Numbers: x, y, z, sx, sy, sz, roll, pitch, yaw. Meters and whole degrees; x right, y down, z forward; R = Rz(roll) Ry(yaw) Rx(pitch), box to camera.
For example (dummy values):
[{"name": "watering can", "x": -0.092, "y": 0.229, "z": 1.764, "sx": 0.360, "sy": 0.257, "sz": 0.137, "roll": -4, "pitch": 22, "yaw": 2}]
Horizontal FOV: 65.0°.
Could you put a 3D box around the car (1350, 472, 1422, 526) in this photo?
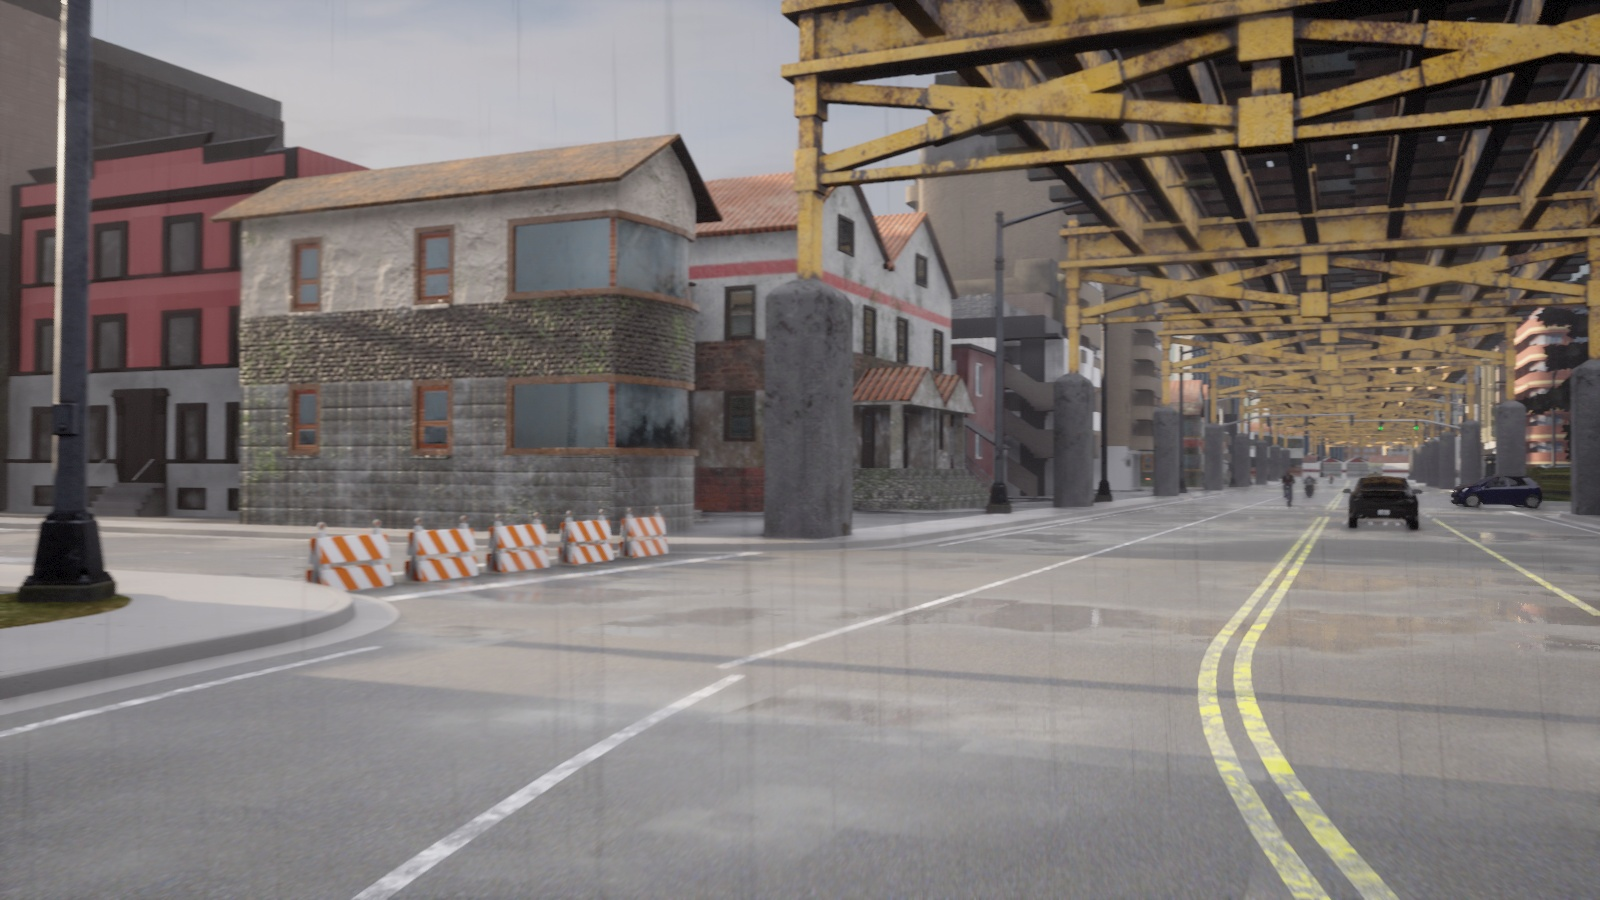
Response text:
[{"name": "car", "x": 17.522, "y": 1.406, "z": 37.670, "sx": 1.837, "sy": 1.490, "sz": 4.892, "roll": -1, "pitch": -1, "yaw": 24}]

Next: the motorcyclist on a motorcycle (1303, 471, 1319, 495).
[{"name": "motorcyclist on a motorcycle", "x": 33.379, "y": 2.137, "z": 81.968, "sx": 0.866, "sy": 1.530, "sz": 2.191, "roll": -1, "pitch": -1, "yaw": 24}]

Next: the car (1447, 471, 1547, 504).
[{"name": "car", "x": 32.052, "y": 1.715, "z": 57.839, "sx": 3.633, "sy": 1.501, "sz": 1.845, "roll": 0, "pitch": -1, "yaw": 10}]
